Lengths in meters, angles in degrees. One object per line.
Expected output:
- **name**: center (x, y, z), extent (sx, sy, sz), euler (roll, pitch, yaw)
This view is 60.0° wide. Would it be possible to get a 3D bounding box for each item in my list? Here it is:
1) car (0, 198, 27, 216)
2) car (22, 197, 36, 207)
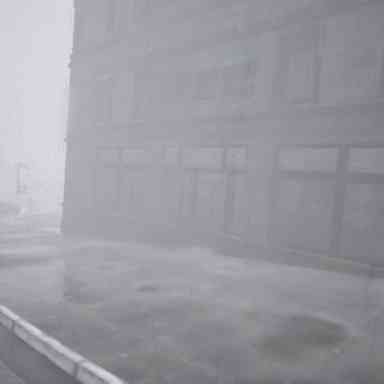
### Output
- **car**: center (-19.986, 1.693, 35.841), extent (2.128, 1.511, 4.902), euler (4, -1, -10)
- **car**: center (-25.995, 1.535, 52.189), extent (2.128, 1.511, 4.902), euler (4, -1, -7)
